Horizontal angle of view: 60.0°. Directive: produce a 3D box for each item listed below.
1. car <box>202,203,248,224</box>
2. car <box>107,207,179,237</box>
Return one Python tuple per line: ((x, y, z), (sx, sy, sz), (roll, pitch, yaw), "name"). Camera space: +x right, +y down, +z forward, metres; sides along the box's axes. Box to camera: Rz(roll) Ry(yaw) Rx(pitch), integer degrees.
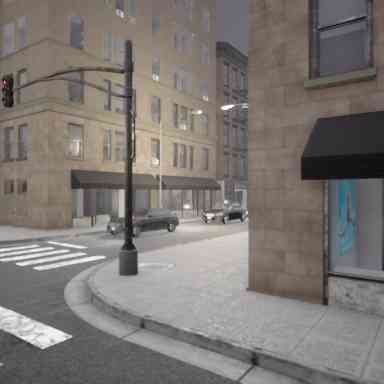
((2.695, 1.638, 26.299), (2.128, 1.511, 4.902), (0, 0, 35), "car")
((-2.612, 1.617, 18.829), (1.812, 1.442, 4.674), (0, 0, 37), "car")
